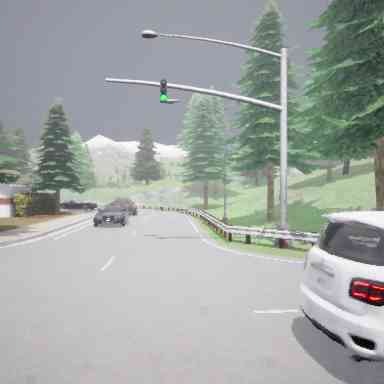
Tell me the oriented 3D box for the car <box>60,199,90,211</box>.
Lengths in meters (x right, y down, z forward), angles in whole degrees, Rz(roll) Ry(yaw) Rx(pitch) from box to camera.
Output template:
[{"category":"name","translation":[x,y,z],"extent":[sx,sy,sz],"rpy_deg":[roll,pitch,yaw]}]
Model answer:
[{"category":"car","translation":[-13.749,1.546,39.673],"extent":[4.718,1.301,1.895],"rpy_deg":[0,0,11]}]

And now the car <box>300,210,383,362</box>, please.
[{"category":"car","translation":[4.412,1.340,4.714],"extent":[5.566,2.045,2.150],"rpy_deg":[1,0,-4]}]

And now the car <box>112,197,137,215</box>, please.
[{"category":"car","translation":[-6.754,1.304,32.313],"extent":[2.097,1.767,4.553],"rpy_deg":[0,0,-22]}]

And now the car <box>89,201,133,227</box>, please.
[{"category":"car","translation":[-5.376,1.529,22.585],"extent":[1.994,1.385,4.181],"rpy_deg":[0,0,-5]}]
